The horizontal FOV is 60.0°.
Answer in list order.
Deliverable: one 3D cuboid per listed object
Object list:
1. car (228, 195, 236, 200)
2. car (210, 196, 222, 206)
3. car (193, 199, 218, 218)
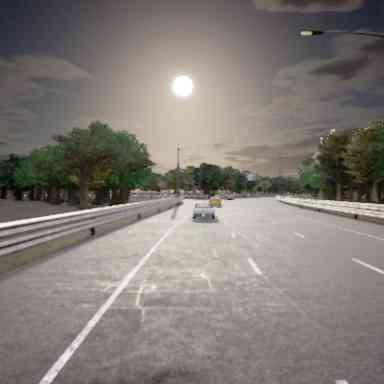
[{"bbox_3d":[11.267,1.584,94.399,1.994,1.385,4.181,0,0,14],"label":"car"},{"bbox_3d":[3.978,1.493,55.988,1.882,1.535,5.008,0,0,8],"label":"car"},{"bbox_3d":[1.147,1.610,29.841,1.895,1.301,4.718,0,0,4],"label":"car"}]
